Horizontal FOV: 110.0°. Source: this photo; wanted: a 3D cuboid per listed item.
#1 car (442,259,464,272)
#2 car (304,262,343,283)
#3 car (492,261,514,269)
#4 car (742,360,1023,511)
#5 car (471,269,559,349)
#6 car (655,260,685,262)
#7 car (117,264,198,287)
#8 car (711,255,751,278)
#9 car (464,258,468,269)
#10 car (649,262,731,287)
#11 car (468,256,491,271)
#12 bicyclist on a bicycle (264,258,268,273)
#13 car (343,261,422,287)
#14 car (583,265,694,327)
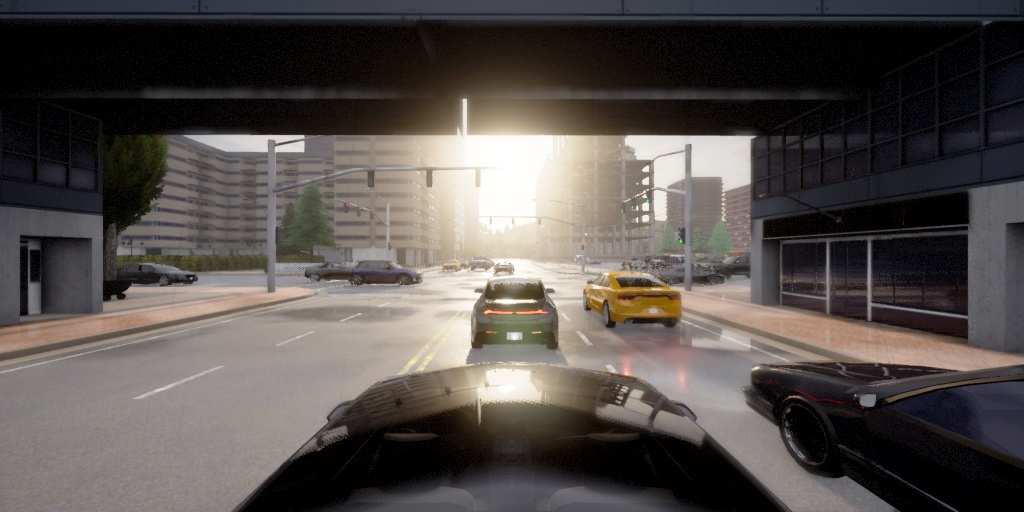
[{"bbox_3d":[-7.990,1.228,47.676,1.882,1.535,5.008,0,0,0],"label":"car"},{"bbox_3d":[-13.246,1.242,27.521,4.902,1.511,2.128,0,0,-1],"label":"car"},{"bbox_3d":[-0.803,1.351,40.576,1.895,1.301,4.718,0,0,4],"label":"car"},{"bbox_3d":[3.600,1.297,1.687,2.033,1.411,5.357,0,0,0],"label":"car"},{"bbox_3d":[0.066,1.255,9.143,1.837,1.490,4.892,0,0,0],"label":"car"},{"bbox_3d":[16.892,1.351,34.914,4.718,1.301,1.895,0,0,0],"label":"car"},{"bbox_3d":[-23.851,1.256,23.934,4.892,1.490,1.837,0,0,0],"label":"car"},{"bbox_3d":[19.904,0.971,31.375,5.566,2.045,2.150,0,0,1],"label":"car"},{"bbox_3d":[-8.041,1.228,57.249,1.882,1.535,5.008,0,0,0],"label":"car"},{"bbox_3d":[11.942,1.314,24.235,4.181,1.385,1.994,0,0,0],"label":"car"},{"bbox_3d":[-4.506,0.971,50.558,2.150,2.045,5.566,0,0,0],"label":"car"},{"bbox_3d":[-25.995,1.051,38.409,0.582,1.620,1.656,0,0,0],"label":"bicyclist on a bicycle"},{"bbox_3d":[-8.398,1.101,24.075,4.553,1.767,2.097,0,0,-1],"label":"car"},{"bbox_3d":[3.578,1.228,11.513,1.882,1.535,5.008,0,0,0],"label":"car"}]
